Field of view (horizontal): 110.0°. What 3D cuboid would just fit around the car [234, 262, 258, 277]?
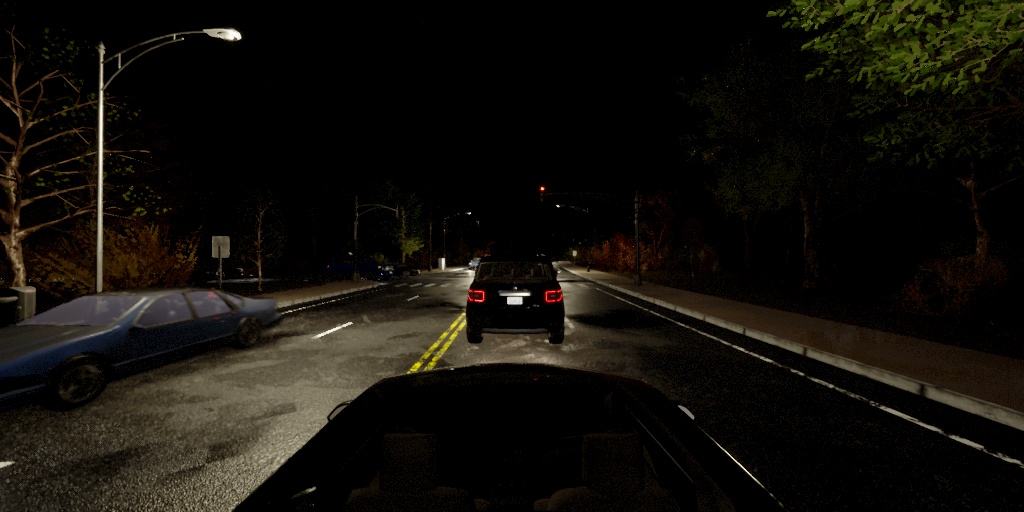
[{"bbox_3d":[-27.971,1.361,35.792,4.553,1.767,2.097,-1,-1,10],"label":"car"}]

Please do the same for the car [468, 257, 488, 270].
[{"bbox_3d":[-4.777,1.056,50.934,2.097,1.767,4.553,0,0,4],"label":"car"}]

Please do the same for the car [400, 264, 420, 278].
[{"bbox_3d":[-11.178,1.325,33.629,4.902,1.511,2.128,-1,0,0],"label":"car"}]

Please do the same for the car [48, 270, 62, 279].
[{"bbox_3d":[-50.904,1.745,39.792,4.892,1.490,1.837,-1,-1,10],"label":"car"}]

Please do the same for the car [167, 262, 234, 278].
[{"bbox_3d":[-28.615,1.472,32.604,4.902,1.511,2.128,-1,-1,10],"label":"car"}]

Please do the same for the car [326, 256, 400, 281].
[{"bbox_3d":[-12.573,1.030,29.766,5.566,2.045,2.150,-1,-1,12],"label":"car"}]

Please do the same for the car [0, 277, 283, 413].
[{"bbox_3d":[-6.550,1.299,6.396,2.033,1.411,5.357,0,0,1],"label":"car"}]

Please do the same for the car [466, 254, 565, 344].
[{"bbox_3d":[0.108,0.972,9.741,2.150,2.045,5.566,0,0,1],"label":"car"}]

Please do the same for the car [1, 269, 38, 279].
[{"bbox_3d":[-51.149,1.685,36.535,5.008,1.535,1.882,-1,-1,10],"label":"car"}]

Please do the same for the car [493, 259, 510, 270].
[{"bbox_3d":[-1.461,1.191,52.005,2.128,1.511,4.902,0,0,2],"label":"car"}]
